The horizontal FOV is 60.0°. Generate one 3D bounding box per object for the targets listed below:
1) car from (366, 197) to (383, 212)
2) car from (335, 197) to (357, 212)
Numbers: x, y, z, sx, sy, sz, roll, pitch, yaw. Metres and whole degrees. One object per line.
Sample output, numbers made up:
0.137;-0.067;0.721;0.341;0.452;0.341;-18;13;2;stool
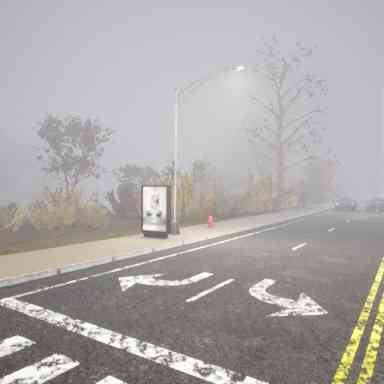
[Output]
21.330;1.392;38.257;2.097;1.767;4.553;0;0;30;car
18.519;1.389;39.887;2.097;1.767;4.553;0;0;30;car
